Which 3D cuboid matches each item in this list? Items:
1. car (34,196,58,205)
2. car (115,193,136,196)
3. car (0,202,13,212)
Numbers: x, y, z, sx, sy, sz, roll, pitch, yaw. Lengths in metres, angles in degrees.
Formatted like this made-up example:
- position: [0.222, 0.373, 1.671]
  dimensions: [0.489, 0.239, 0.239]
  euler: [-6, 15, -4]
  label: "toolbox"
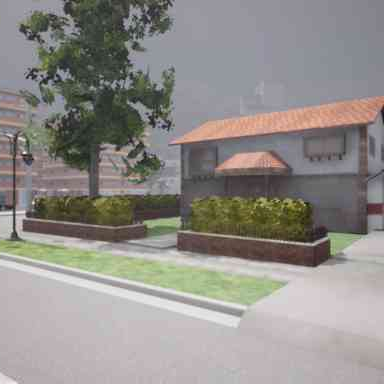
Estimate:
- position: [-18.760, 1.335, 44.766]
  dimensions: [2.097, 1.767, 4.553]
  euler: [0, 0, 35]
  label: "car"
- position: [-10.577, 1.206, 50.067]
  dimensions: [2.150, 2.045, 5.566]
  euler: [0, 0, 36]
  label: "car"
- position: [-21.552, 1.585, 35.017]
  dimensions: [1.895, 1.301, 4.718]
  euler: [0, 0, 33]
  label: "car"
